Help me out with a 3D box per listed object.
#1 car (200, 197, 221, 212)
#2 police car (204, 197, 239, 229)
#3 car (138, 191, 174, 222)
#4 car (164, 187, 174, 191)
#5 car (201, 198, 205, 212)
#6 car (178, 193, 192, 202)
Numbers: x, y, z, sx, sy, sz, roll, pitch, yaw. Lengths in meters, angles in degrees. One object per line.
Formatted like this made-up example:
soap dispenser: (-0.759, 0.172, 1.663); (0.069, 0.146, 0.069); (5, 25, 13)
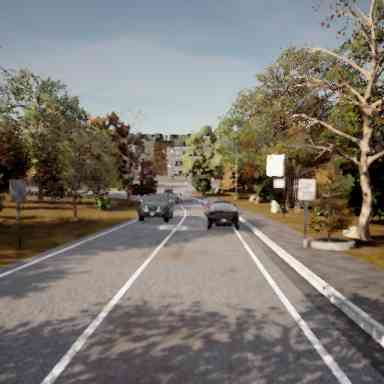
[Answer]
car: (2.047, 1.360, 37.400); (1.882, 1.535, 5.008); (0, 0, -3)
police car: (1.898, 1.377, 21.210); (1.930, 1.638, 5.238); (0, 0, 3)
car: (-2.639, 1.134, 25.526); (2.150, 2.045, 5.566); (0, 0, 2)
car: (-5.002, -0.384, 72.211); (1.837, 1.490, 4.892); (0, 5, 0)
car: (2.183, 1.263, 31.224); (2.097, 1.767, 4.553); (0, 0, 0)
car: (-1.175, 0.911, 56.146); (1.812, 1.442, 4.674); (-1, 3, -12)
